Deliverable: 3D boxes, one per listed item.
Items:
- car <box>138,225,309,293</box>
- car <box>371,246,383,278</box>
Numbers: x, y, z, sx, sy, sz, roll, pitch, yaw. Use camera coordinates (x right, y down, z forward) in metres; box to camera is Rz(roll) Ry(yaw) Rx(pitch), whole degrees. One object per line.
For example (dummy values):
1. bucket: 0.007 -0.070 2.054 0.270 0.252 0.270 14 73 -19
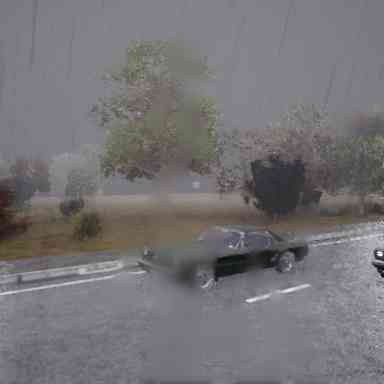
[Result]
1. car: 0.991 1.601 9.002 4.718 1.301 1.895 0 0 -36
2. car: 6.774 1.601 8.829 4.718 1.301 1.895 0 0 -36
